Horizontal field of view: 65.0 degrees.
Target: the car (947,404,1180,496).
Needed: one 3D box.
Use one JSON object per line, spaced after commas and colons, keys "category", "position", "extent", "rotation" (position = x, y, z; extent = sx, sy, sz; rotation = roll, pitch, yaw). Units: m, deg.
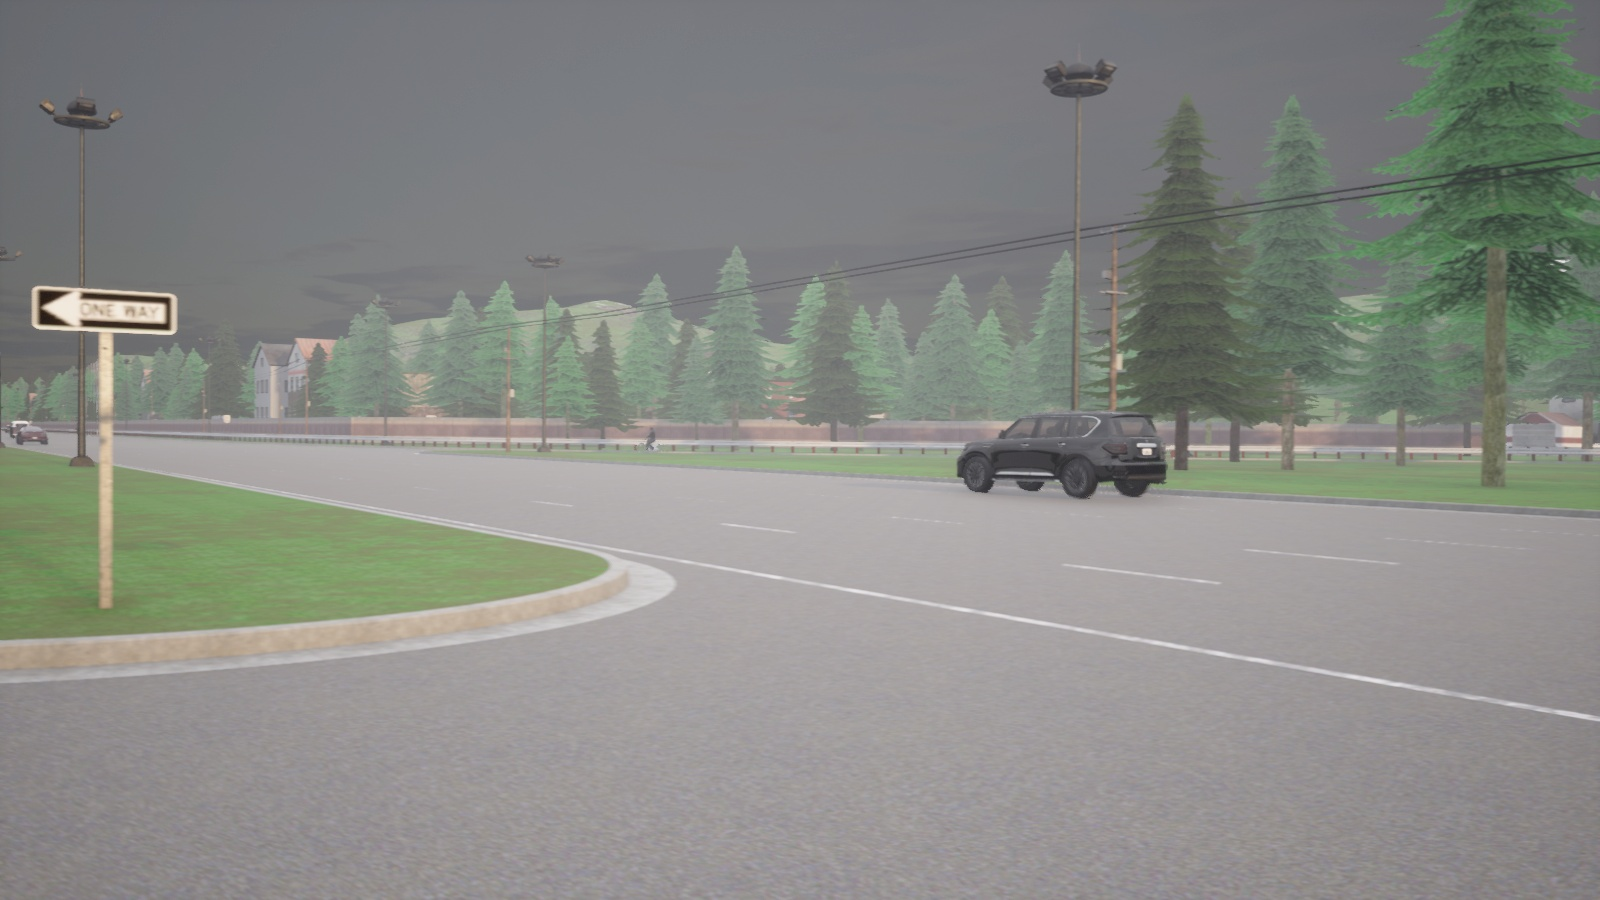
{"category": "car", "position": [6.281, -0.029, 30.667], "extent": [2.150, 2.045, 5.566], "rotation": [-1, 1, -36]}
